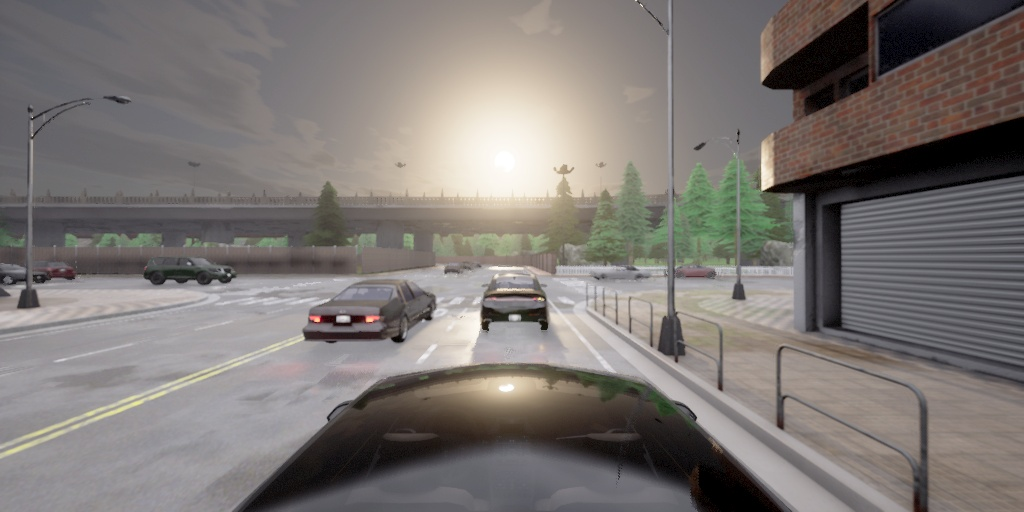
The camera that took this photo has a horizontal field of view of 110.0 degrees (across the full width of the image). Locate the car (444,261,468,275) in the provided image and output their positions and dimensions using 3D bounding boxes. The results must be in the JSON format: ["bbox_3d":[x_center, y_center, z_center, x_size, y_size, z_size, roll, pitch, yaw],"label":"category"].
[{"bbox_3d":[-7.181,1.540,44.767,2.033,1.411,5.357,0,0,0],"label":"car"}]

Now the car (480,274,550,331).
[{"bbox_3d":[0.080,1.296,11.158,2.128,1.511,4.902,0,0,0],"label":"car"}]

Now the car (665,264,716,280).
[{"bbox_3d":[16.436,1.435,33.128,4.181,1.385,1.994,0,0,4],"label":"car"}]

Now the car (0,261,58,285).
[{"bbox_3d":[-36.972,1.338,26.179,4.892,1.490,1.837,0,0,0],"label":"car"}]

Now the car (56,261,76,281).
[{"bbox_3d":[-39.576,1.206,29.868,4.553,1.767,2.097,0,0,0],"label":"car"}]

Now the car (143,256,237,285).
[{"bbox_3d":[-23.462,1.055,26.231,5.566,2.045,2.150,0,0,0],"label":"car"}]

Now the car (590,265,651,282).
[{"bbox_3d":[8.982,1.454,30.028,4.718,1.301,1.895,0,0,1],"label":"car"}]

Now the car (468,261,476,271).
[{"bbox_3d":[-7.199,1.562,56.223,1.837,1.490,4.892,0,0,0],"label":"car"}]

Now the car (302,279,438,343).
[{"bbox_3d":[-3.431,1.343,9.799,2.033,1.411,5.357,0,0,0],"label":"car"}]
